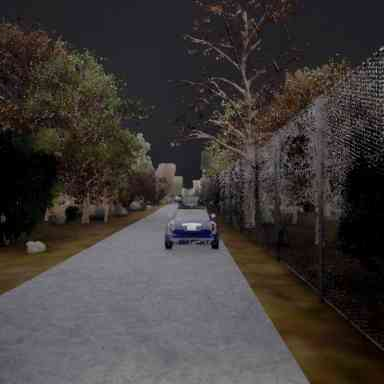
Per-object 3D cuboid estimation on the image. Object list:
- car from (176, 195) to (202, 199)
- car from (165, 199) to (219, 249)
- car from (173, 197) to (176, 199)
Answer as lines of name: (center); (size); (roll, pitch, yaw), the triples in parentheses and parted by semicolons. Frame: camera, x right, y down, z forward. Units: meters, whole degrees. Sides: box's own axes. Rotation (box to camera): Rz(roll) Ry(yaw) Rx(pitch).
car: (-0.048, 1.262, 29.686); (2.150, 2.045, 5.566); (0, 0, 0)
car: (-0.008, 1.366, 14.622); (2.097, 1.767, 4.553); (0, 0, 0)
car: (-3.123, 1.803, 75.956); (1.837, 1.490, 4.892); (0, -1, -1)
